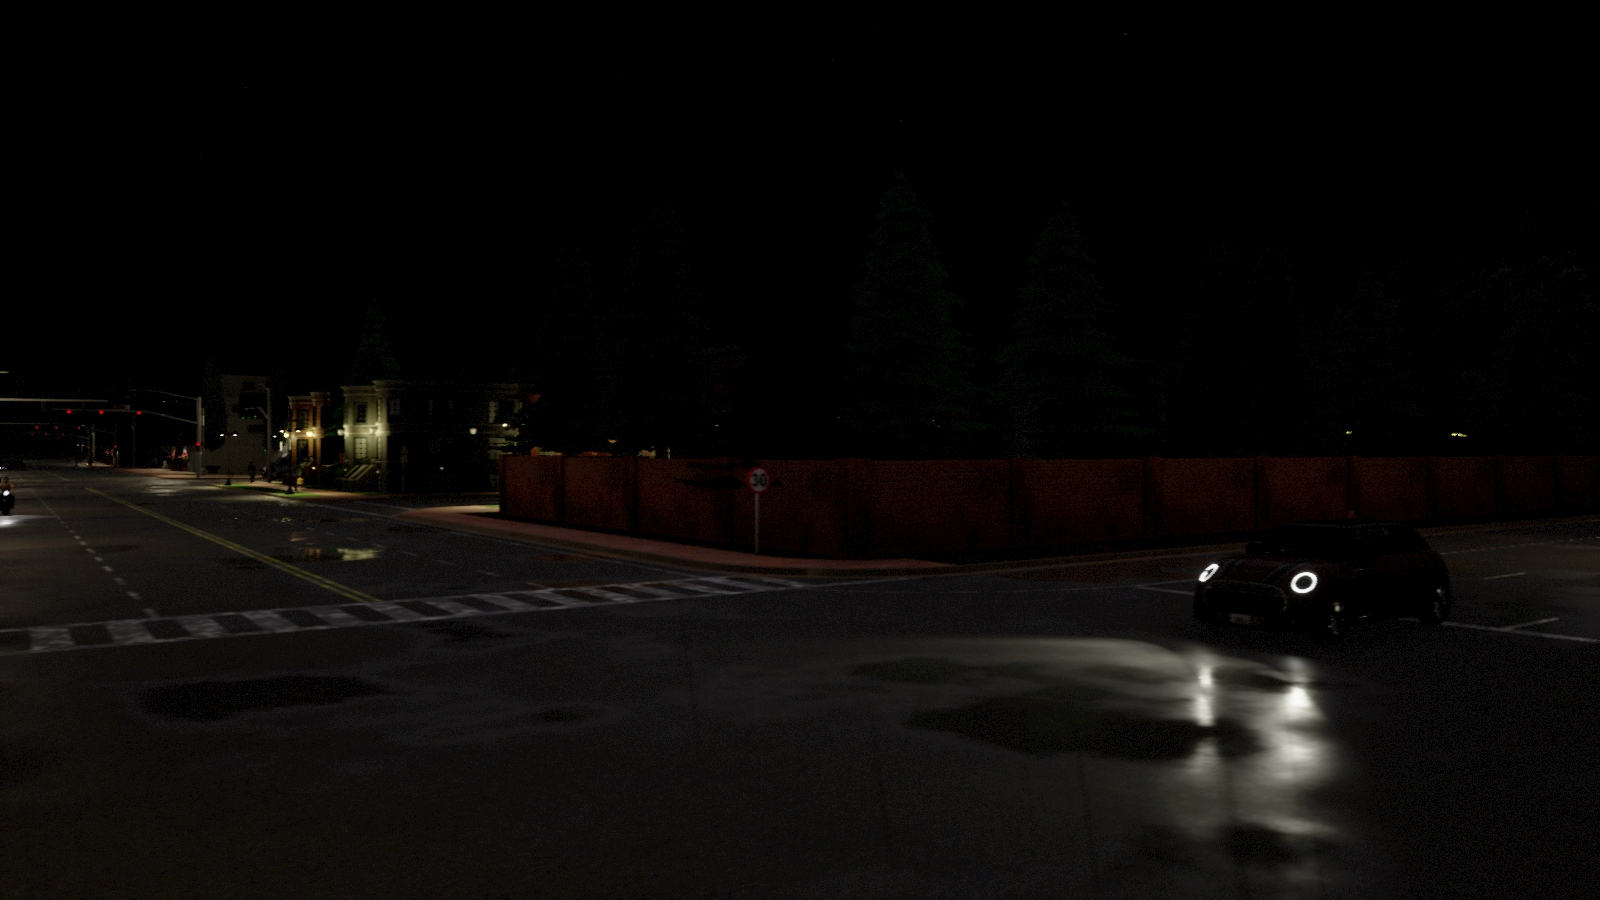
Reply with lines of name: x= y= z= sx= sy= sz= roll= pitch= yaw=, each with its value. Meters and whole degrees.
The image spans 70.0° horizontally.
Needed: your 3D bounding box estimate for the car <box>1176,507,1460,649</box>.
car: x=8.293 y=1.906 z=18.161 sx=4.553 sy=1.767 sz=2.097 roll=0 pitch=0 yaw=-35
